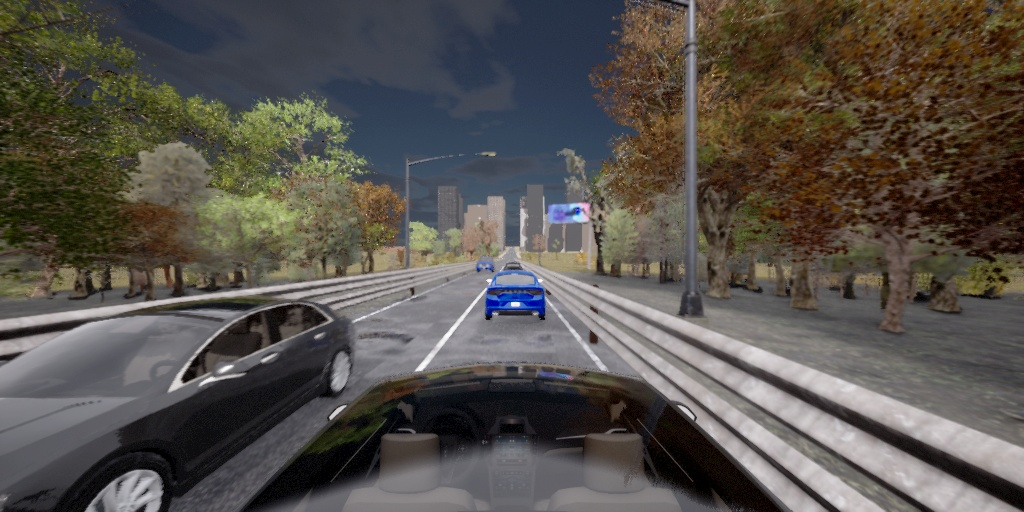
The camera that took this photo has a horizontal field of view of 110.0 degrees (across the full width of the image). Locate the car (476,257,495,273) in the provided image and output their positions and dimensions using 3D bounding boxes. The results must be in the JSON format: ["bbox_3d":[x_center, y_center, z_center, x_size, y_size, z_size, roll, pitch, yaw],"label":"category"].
[{"bbox_3d":[-3.338,1.089,45.726,2.150,2.045,5.566,0,0,0],"label":"car"}]

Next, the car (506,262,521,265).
[{"bbox_3d":[0.106,1.337,33.295,1.837,1.490,4.892,0,0,0],"label":"car"}]

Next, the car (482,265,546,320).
[{"bbox_3d":[0.103,1.249,12.813,1.882,1.535,5.008,0,0,0],"label":"car"}]

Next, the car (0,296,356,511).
[{"bbox_3d":[-3.347,1.256,3.723,1.837,1.490,4.892,0,0,0],"label":"car"}]
